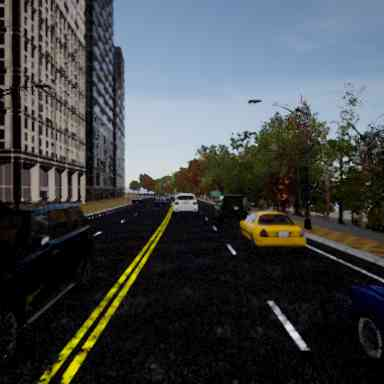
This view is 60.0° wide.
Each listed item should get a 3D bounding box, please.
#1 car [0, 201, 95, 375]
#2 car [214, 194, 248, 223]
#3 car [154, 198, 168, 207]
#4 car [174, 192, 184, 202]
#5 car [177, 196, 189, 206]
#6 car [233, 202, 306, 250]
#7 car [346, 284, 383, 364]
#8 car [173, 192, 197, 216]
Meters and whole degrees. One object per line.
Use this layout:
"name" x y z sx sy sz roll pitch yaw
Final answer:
"car" -3.380 1.216 5.823 2.150 2.045 5.566 0 0 0
"car" 2.910 1.185 24.986 2.150 2.045 5.566 0 0 -2
"car" -4.544 1.577 48.911 1.895 1.301 4.718 0 0 -3
"car" -2.935 1.091 73.947 2.150 2.045 5.566 0 0 -4
"car" -1.554 1.386 55.078 1.882 1.535 5.008 0 0 -3
"car" 3.141 1.436 14.092 1.801 1.575 5.366 0 0 -1
"car" 3.248 1.595 2.876 1.895 1.301 4.718 0 0 0
"car" -0.640 1.176 32.581 2.150 2.045 5.566 0 0 -2
